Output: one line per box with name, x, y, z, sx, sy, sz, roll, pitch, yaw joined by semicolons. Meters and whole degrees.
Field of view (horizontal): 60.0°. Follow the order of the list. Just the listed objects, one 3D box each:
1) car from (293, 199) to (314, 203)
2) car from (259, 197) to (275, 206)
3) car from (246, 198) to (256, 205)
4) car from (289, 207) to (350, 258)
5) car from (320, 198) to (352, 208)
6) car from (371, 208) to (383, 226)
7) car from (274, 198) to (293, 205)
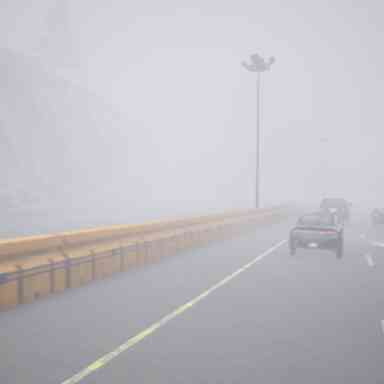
car;21.370;2.011;62.815;1.882;1.535;5.008;0;0;39
car;15.963;1.861;67.287;2.097;1.767;4.553;0;0;39
car;13.362;2.033;69.625;2.033;1.411;5.357;0;0;39
car;5.203;1.612;13.540;2.128;1.511;4.902;0;0;26
car;11.283;1.469;26.228;2.150;2.045;5.566;0;0;26
car;14.737;1.873;25.317;1.895;1.301;4.718;0;0;26
car;18.648;2.028;65.037;2.128;1.511;4.902;0;0;39
